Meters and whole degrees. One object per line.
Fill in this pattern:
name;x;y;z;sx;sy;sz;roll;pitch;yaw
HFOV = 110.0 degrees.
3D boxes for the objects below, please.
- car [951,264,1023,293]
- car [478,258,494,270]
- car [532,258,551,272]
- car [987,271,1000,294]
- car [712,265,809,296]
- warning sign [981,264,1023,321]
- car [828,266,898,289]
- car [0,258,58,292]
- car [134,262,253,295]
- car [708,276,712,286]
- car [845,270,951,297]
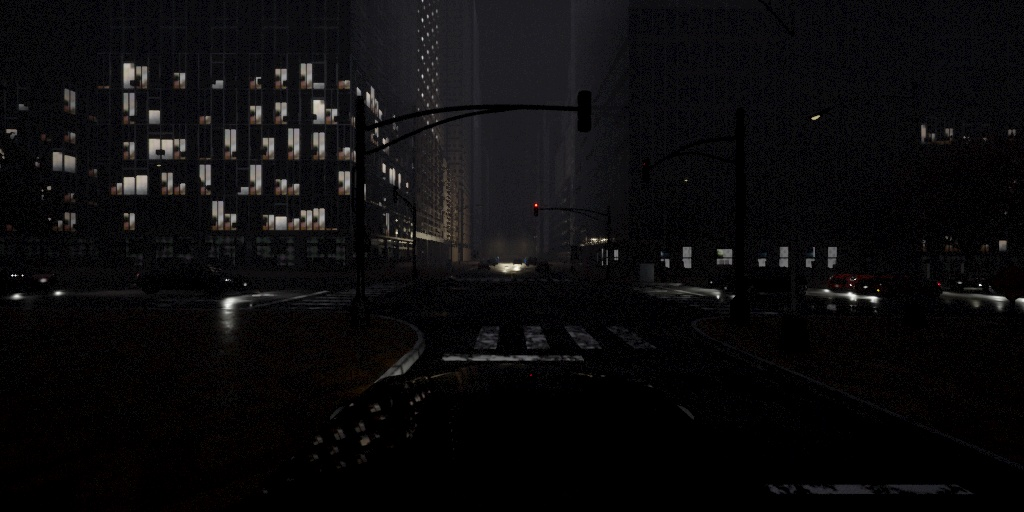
car;34.985;1.624;25.905;5.566;2.045;2.150;1;0;-2
car;-4.000;1.343;51.695;1.802;1.307;4.207;0;0;0
car;3.950;1.329;46.198;1.948;1.339;4.313;0;0;0
car;34.036;1.934;22.614;5.357;1.411;2.033;1;0;-3
car;15.151;1.399;21.751;4.553;1.767;2.097;1;0;-3
warning sign;17.281;1.204;12.389;1.060;1.860;1.300;0;0;-3
car;25.241;1.579;25.465;4.553;1.767;2.097;1;0;-3
car;-24.157;0.823;16.496;4.902;1.511;2.128;1;0;-3
car;-14.942;1.026;16.919;4.674;1.442;1.812;1;0;-1
car;16.199;1.591;25.052;4.674;1.442;1.812;1;0;-3
car;23.737;1.765;22.147;4.181;1.385;1.994;1;0;-3
